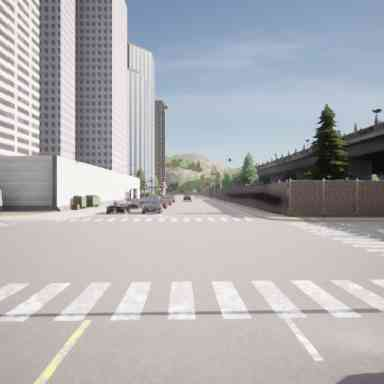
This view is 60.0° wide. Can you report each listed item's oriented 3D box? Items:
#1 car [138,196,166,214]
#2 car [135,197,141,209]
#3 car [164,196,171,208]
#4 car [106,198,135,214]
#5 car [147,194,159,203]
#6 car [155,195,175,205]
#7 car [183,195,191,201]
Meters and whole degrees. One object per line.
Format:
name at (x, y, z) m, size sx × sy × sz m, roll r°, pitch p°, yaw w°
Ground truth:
car at (-4.093, 1.495, 34.899) m, size 1.837 × 1.490 × 4.892 m, roll 0°, pitch 0°, yaw -1°
car at (-7.734, 1.535, 44.380) m, size 2.033 × 1.411 × 5.357 m, roll 0°, pitch 0°, yaw -1°
car at (-4.231, 1.588, 44.160) m, size 1.895 × 1.301 × 4.718 m, roll 0°, pitch 0°, yaw -1°
car at (-7.593, 1.591, 34.838) m, size 1.895 × 1.301 × 4.718 m, roll 0°, pitch 0°, yaw -1°
car at (-8.001, 1.332, 68.775) m, size 2.097 × 1.767 × 4.553 m, roll 0°, pitch 0°, yaw -1°
car at (-4.362, 1.336, 54.289) m, size 2.097 × 1.767 × 4.553 m, roll 0°, pitch 0°, yaw -1°
car at (-1.161, 1.477, 79.617) m, size 1.837 × 1.490 × 4.892 m, roll 0°, pitch 0°, yaw -1°
